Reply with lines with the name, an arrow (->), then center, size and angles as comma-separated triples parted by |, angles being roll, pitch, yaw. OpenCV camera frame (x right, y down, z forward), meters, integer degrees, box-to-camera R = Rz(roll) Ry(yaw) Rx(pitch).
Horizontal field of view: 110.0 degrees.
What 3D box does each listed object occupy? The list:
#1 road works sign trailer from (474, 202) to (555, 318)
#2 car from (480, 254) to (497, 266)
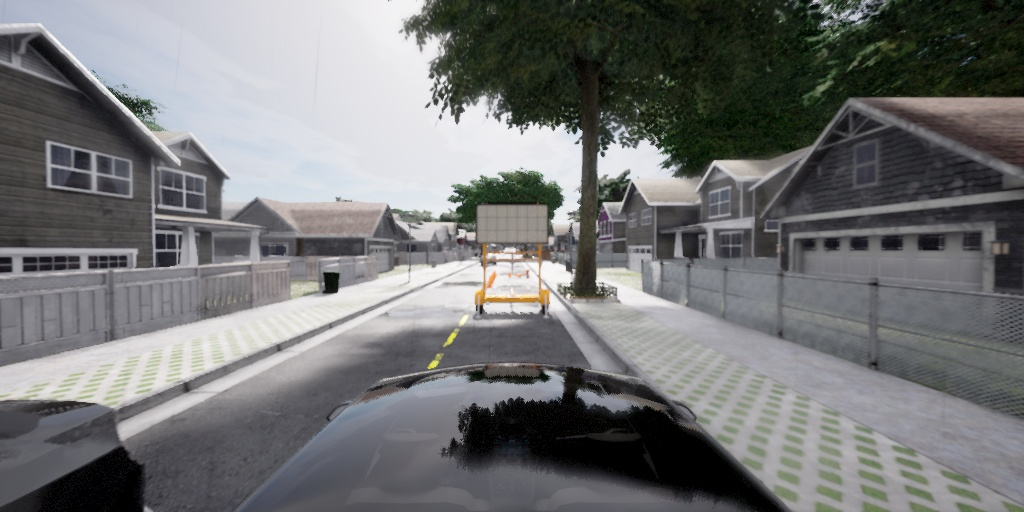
road works sign trailer -> 0.009, 0.007, 11.975 | 2.380, 3.560, 2.880 | 0, 0, 0
car -> -2.821, 0.358, 43.759 | 2.128, 1.511, 4.902 | 0, 1, 0
